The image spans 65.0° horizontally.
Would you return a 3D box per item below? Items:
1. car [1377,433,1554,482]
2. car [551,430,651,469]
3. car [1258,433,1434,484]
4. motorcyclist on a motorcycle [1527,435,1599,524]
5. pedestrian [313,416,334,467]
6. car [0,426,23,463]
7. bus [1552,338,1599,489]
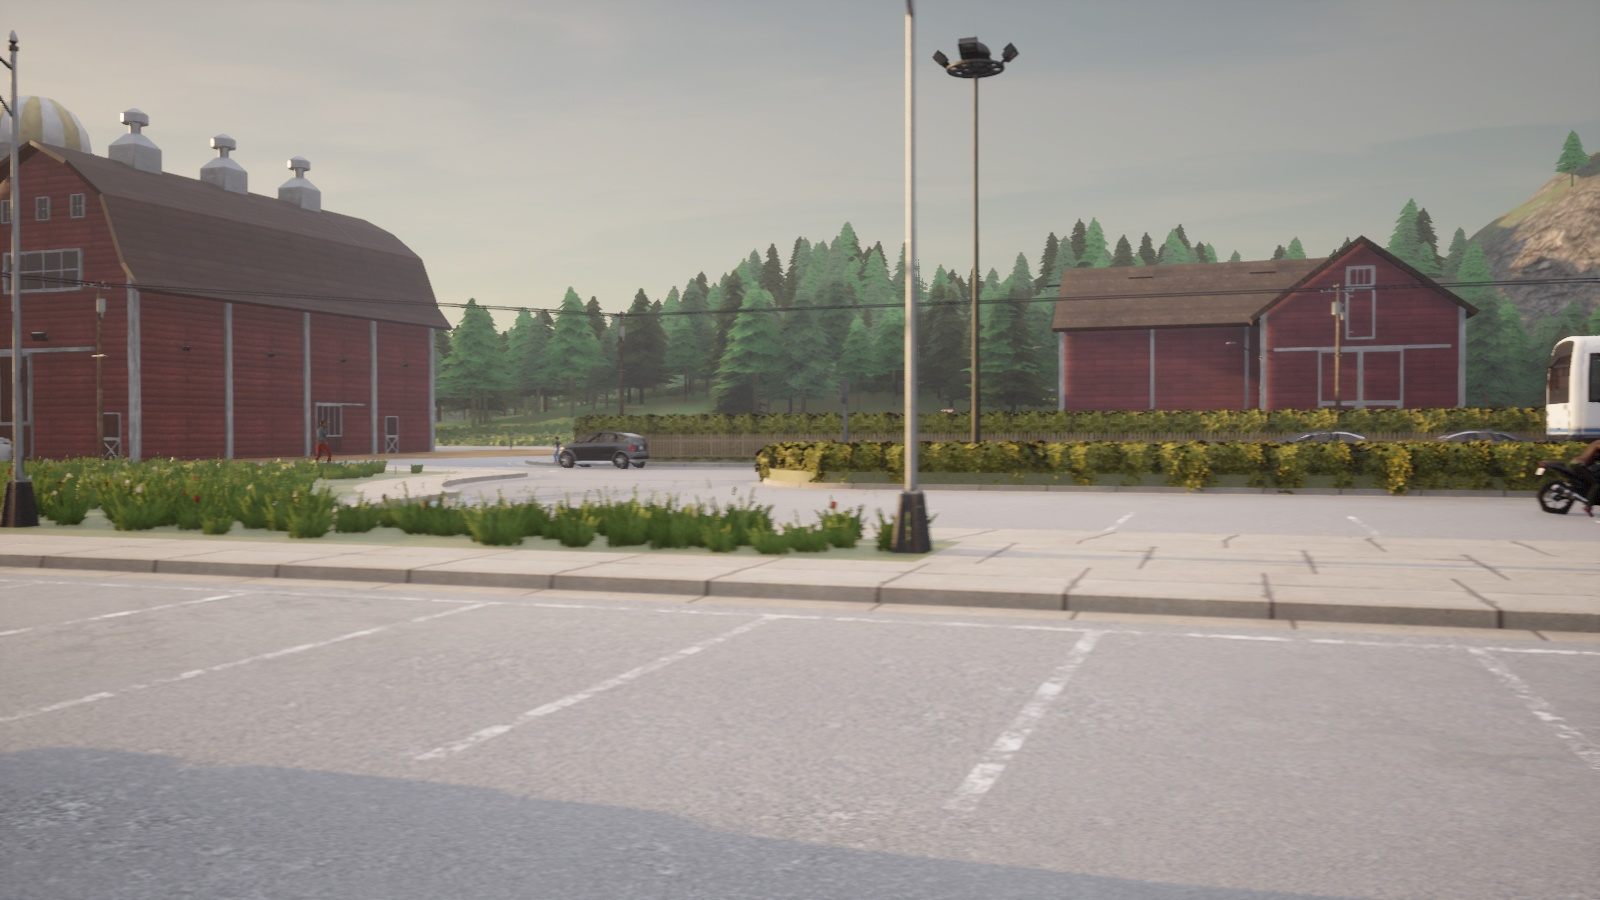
[{"bbox_3d":[21.811,0.202,41.403,4.902,1.511,2.128,1,1,19],"label":"car"},{"bbox_3d":[-8.220,-0.057,51.924,3.705,1.549,1.789,1,1,19],"label":"car"},{"bbox_3d":[17.005,0.217,39.377,4.902,1.511,2.128,0,1,19],"label":"car"},{"bbox_3d":[14.056,0.508,22.098,2.044,1.523,0.797,1,1,19],"label":"motorcyclist on a motorcycle"},{"bbox_3d":[-17.279,-0.312,45.516,0.614,1.847,0.353,0,1,14],"label":"pedestrian"},{"bbox_3d":[-35.391,-0.230,52.594,4.514,1.525,2.007,0,1,-21],"label":"car"},{"bbox_3d":[27.677,-1.016,35.619,10.273,4.253,3.944,1,1,19],"label":"bus"}]
